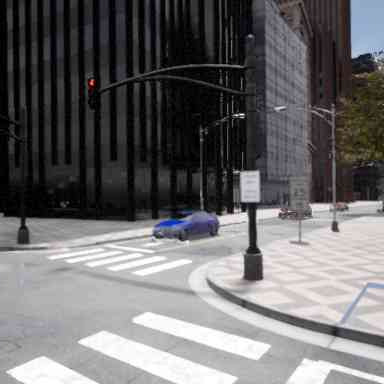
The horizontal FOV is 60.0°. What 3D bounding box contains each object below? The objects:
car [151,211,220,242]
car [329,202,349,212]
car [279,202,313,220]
[{"bbox_3d":[-0.190,1.769,18.218,1.812,1.442,4.674,-1,-1,36],"label":"car"},{"bbox_3d":[20.819,2.100,46.971,1.812,1.442,4.674,-1,-1,36],"label":"car"},{"bbox_3d":[10.107,1.726,32.380,2.097,1.767,4.553,-1,-1,36],"label":"car"}]
